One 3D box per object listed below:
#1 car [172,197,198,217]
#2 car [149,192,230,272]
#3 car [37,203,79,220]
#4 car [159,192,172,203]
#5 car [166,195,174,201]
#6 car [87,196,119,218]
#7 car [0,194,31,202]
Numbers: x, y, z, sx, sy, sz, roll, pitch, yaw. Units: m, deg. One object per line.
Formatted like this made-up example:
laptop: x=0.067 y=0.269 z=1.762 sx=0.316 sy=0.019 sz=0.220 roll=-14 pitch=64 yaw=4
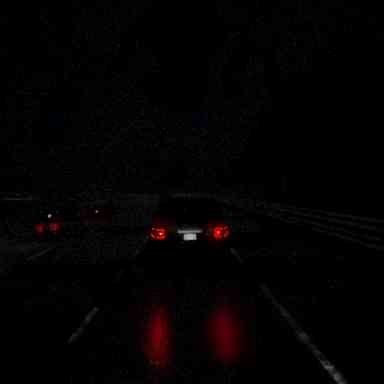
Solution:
car: x=-0.649 y=1.284 z=30.360 sx=2.128 sy=1.511 sz=4.902 roll=-1 pitch=0 yaw=-2
car: x=-0.121 y=1.156 z=10.710 sx=2.150 sy=2.045 sz=5.566 roll=-1 pitch=0 yaw=-2
car: x=-11.085 y=1.547 z=27.954 sx=1.895 sy=1.301 sz=4.718 roll=-1 pitch=0 yaw=-2
car: x=-5.197 y=1.125 z=65.444 sx=2.150 sy=2.045 sz=5.566 roll=-1 pitch=0 yaw=-2
car: x=-5.830 y=1.633 z=89.245 sx=1.882 sy=1.535 sz=5.008 roll=-1 pitch=-1 yaw=-2
car: x=-7.608 y=1.372 z=28.786 sx=1.882 sy=1.535 sz=5.008 roll=-1 pitch=0 yaw=-2
car: x=-25.831 y=1.314 z=49.167 sx=2.150 sy=2.045 sz=5.566 roll=-1 pitch=0 yaw=-1
